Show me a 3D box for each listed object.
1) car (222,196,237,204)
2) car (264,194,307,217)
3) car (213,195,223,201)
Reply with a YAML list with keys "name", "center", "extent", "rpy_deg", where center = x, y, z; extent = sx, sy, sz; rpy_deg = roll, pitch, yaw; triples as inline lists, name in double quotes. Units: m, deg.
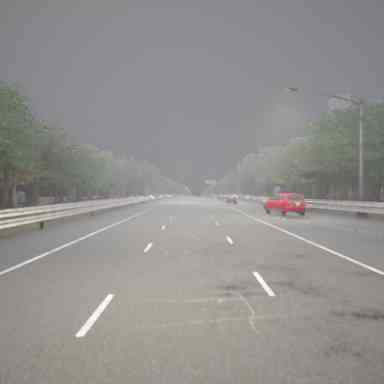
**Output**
- name: "car"
  center: [6.953, 1.403, 59.668]
  extent: [1.812, 1.442, 4.674]
  rpy_deg: [0, 0, 1]
- name: "car"
  center: [8.674, 1.162, 31.278]
  extent: [2.150, 2.045, 5.566]
  rpy_deg: [0, 0, -10]
- name: "car"
  center: [7.031, 1.400, 83.287]
  extent: [2.128, 1.511, 4.902]
  rpy_deg: [0, 0, 0]
